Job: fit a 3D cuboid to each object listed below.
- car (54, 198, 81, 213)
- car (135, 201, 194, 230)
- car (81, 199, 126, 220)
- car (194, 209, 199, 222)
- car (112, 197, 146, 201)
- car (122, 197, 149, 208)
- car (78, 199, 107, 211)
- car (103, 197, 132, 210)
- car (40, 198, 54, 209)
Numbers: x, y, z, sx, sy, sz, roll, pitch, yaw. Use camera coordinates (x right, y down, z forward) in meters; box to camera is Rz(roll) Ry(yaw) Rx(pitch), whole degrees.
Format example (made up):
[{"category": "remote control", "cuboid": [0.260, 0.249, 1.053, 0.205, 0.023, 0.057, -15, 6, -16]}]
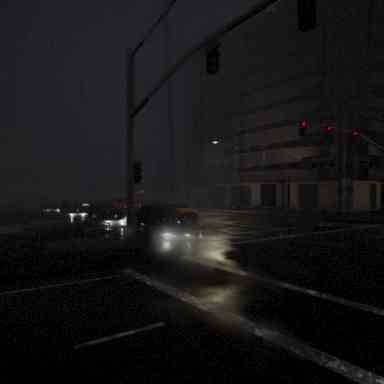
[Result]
[{"category": "car", "cuboid": [-13.886, 1.603, 38.224, 2.033, 1.411, 5.357, 0, 0, -35]}, {"category": "car", "cuboid": [-2.190, 1.560, 21.743, 1.837, 1.490, 4.892, 0, 0, -36]}, {"category": "car", "cuboid": [-7.831, 1.603, 29.682, 2.033, 1.411, 5.357, 0, 0, -35]}, {"category": "car", "cuboid": [-1.419, 1.533, 26.702, 1.882, 1.535, 5.008, 0, 0, -35]}, {"category": "car", "cuboid": [-6.792, 1.407, 34.265, 2.097, 1.767, 4.553, 0, 0, -35]}, {"category": "car", "cuboid": [-8.412, 1.533, 48.972, 1.882, 1.535, 5.008, 0, 0, -35]}, {"category": "car", "cuboid": [-12.875, 1.603, 42.845, 2.033, 1.411, 5.357, 0, 0, -35]}, {"category": "car", "cuboid": [-10.334, 1.547, 45.636, 2.128, 1.511, 4.902, 0, 0, -35]}, {"category": "car", "cuboid": [-20.332, 1.533, 47.377, 1.882, 1.535, 5.008, 0, 0, -35]}]
